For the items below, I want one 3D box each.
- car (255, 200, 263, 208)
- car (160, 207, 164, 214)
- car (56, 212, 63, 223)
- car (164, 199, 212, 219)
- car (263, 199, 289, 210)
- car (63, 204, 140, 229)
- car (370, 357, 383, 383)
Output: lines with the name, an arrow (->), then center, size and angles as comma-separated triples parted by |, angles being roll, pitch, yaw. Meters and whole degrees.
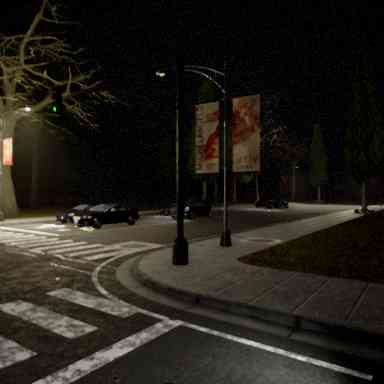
car -> 11.585, 1.858, 52.268 | 1.895, 1.301, 4.718 | 0, 0, 35
car -> -1.027, 1.653, 34.485 | 2.033, 1.411, 5.357 | 0, 0, 34
car -> -7.862, 1.611, 24.759 | 1.994, 1.385, 4.181 | 0, 0, 36
car -> -0.043, 1.454, 30.216 | 2.097, 1.767, 4.553 | 0, 0, 35
car -> 12.348, 1.745, 47.763 | 1.837, 1.490, 4.892 | 0, -1, 36
car -> -5.649, 1.544, 22.240 | 2.128, 1.511, 4.902 | 0, 0, 35
car -> 3.362, 1.508, 1.277 | 4.892, 1.490, 1.837 | 0, 0, 36
